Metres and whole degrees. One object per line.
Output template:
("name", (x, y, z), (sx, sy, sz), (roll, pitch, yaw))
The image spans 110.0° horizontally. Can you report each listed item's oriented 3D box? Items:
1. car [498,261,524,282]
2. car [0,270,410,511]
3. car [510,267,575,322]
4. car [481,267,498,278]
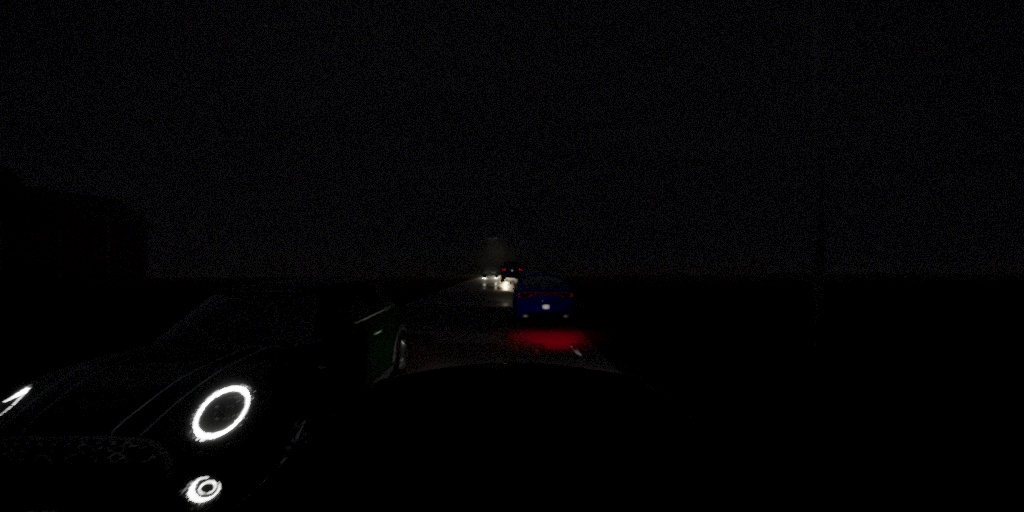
("car", (0.042, 1.486, 35.676), (2.150, 2.045, 5.566), (0, -1, 0))
("car", (-2.851, 1.114, 4.426), (2.097, 1.767, 4.553), (0, 0, 0))
("car", (0.959, 1.305, 12.587), (1.882, 1.535, 5.008), (0, -1, 0))
("car", (-2.842, 2.163, 48.099), (1.812, 1.442, 4.674), (0, -2, 0))
